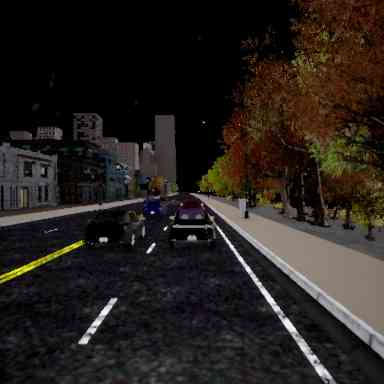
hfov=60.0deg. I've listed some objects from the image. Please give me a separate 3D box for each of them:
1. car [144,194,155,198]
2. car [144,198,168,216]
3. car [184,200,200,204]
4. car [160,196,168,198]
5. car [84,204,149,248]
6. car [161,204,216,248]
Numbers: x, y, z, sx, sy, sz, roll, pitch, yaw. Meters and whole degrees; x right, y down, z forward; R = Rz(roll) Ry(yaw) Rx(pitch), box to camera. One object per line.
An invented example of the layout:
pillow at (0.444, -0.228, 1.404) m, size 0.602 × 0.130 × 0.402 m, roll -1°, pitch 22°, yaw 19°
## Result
car at (-9.750, 1.297, 75.957) m, size 2.097 × 1.767 × 4.553 m, roll 0°, pitch 0°, yaw 0°
car at (-3.250, 1.525, 29.651) m, size 1.812 × 1.442 × 4.674 m, roll 0°, pitch 0°, yaw 0°
car at (0.000, 1.477, 29.652) m, size 1.882 × 1.535 × 5.008 m, roll 0°, pitch 0°, yaw 0°
car at (-6.501, 1.494, 75.926) m, size 1.994 × 1.385 × 4.181 m, roll 0°, pitch 0°, yaw 0°
car at (-3.249, 1.511, 14.651) m, size 1.837 × 1.490 × 4.892 m, roll 0°, pitch 0°, yaw 0°
car at (0.000, 1.490, 14.651) m, size 2.128 × 1.511 × 4.902 m, roll 0°, pitch 0°, yaw 0°
